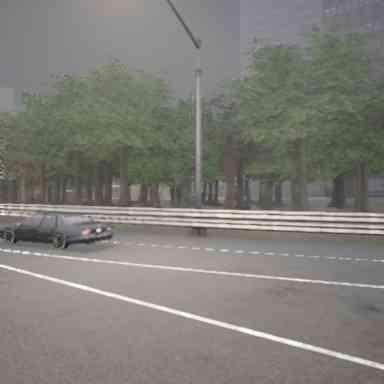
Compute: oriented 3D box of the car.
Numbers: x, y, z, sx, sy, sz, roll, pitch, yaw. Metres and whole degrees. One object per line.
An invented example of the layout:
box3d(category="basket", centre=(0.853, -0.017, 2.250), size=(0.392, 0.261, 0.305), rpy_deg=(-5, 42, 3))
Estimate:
box3d(category="car", centre=(-5.913, 1.562, 14.246), size=(5.357, 1.411, 2.033), rpy_deg=(0, 0, 26))
